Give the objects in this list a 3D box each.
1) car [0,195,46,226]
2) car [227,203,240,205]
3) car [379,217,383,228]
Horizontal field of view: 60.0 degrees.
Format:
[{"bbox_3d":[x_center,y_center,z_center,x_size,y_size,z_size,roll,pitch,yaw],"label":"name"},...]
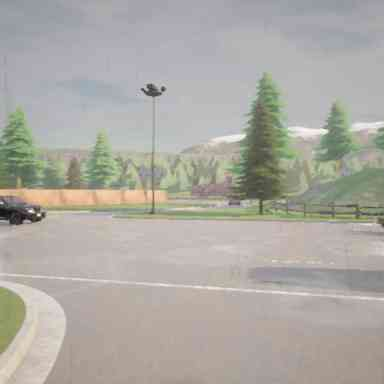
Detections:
[{"bbox_3d":[-13.136,1.221,23.306,5.566,2.045,2.150,0,0,13],"label":"car"},{"bbox_3d":[7.292,1.607,57.895,1.994,1.385,4.181,0,0,2],"label":"car"},{"bbox_3d":[7.884,1.235,7.802,5.566,2.045,2.150,0,0,13],"label":"car"}]
